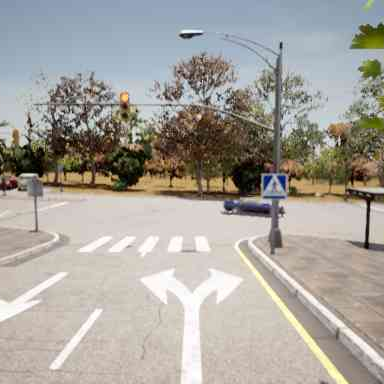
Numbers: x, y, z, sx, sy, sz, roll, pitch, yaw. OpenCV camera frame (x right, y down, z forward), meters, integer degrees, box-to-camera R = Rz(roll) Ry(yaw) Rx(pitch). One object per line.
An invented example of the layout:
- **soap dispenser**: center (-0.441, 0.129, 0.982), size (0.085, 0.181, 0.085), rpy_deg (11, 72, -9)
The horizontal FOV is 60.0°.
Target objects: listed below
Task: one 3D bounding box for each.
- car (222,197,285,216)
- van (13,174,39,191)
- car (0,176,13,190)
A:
- **car**: center (4.748, 1.153, 25.957), size (4.718, 1.301, 1.895), rpy_deg (4, 4, 3)
- **van**: center (-20.313, -1.236, 41.283), size (1.878, 1.987, 4.442), rpy_deg (1, 5, -14)
- **car**: center (-23.282, -1.262, 41.678), size (2.185, 1.767, 4.553), rpy_deg (0, 5, -13)
